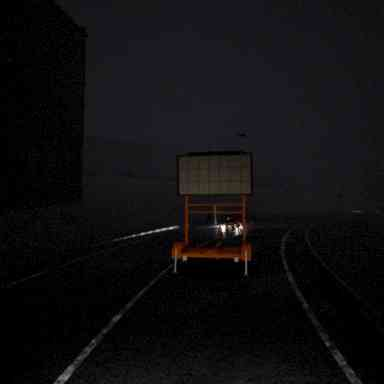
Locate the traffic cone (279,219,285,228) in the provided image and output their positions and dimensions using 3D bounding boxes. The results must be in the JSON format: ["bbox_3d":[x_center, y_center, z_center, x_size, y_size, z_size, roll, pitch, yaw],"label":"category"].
[{"bbox_3d":[6.084,2.122,22.523,0.340,0.580,0.340,-2,-1,17],"label":"traffic cone"}]

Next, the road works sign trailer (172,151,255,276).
[{"bbox_3d":[0.757,0.521,10.657,2.380,3.560,2.880,-1,-1,12],"label":"road works sign trailer"}]

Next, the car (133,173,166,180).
[{"bbox_3d":[-7.541,-2.367,56.395,4.892,1.521,2.231,2,-5,-33],"label":"car"}]

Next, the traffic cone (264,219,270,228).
[{"bbox_3d":[5.128,2.151,22.806,0.340,0.580,0.340,-2,-1,17],"label":"traffic cone"}]

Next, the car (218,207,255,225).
[{"bbox_3d":[3.734,1.921,27.372,1.994,1.385,4.181,-2,-2,28],"label":"car"}]

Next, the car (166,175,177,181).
[{"bbox_3d":[-2.928,-2.157,59.419,4.892,1.521,2.231,3,-5,-33],"label":"car"}]

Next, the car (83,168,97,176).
[{"bbox_3d":[-16.694,-2.883,50.421,4.553,1.767,2.185,2,-5,-33],"label":"car"}]

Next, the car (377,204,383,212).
[{"bbox_3d":[33.045,2.542,55.792,4.674,1.442,1.812,1,-4,-31],"label":"car"}]

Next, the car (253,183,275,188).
[{"bbox_3d":[15.083,-1.117,72.598,4.792,1.488,2.163,3,-6,-38],"label":"car"}]

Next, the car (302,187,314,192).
[{"bbox_3d":[27.677,-0.421,83.352,4.553,1.767,2.185,4,-6,-42],"label":"car"}]

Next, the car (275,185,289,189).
[{"bbox_3d":[19.355,-0.838,76.083,4.674,1.452,2.002,4,-6,-39],"label":"car"}]

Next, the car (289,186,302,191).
[{"bbox_3d":[23.476,-0.604,79.598,4.892,1.521,2.231,4,-6,-40],"label":"car"}]

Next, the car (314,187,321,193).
[{"bbox_3d":[31.791,-0.210,87.163,5.566,2.045,2.435,5,-6,-43],"label":"car"}]
